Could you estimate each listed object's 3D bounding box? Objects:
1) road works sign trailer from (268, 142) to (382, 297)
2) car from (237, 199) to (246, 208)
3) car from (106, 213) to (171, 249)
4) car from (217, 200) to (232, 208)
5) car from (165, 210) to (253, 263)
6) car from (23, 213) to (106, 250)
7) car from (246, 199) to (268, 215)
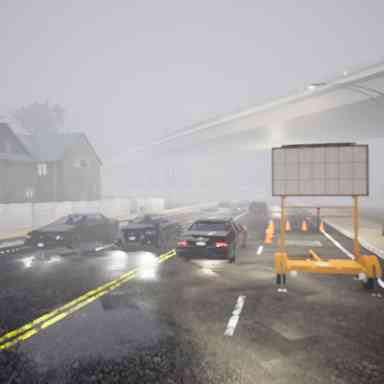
[{"bbox_3d":[3.343,0.517,8.866,2.380,3.560,2.880,0,0,12],"label":"road works sign trailer"},{"bbox_3d":[8.747,1.952,55.921,2.033,1.411,5.357,0,-1,15],"label":"car"},{"bbox_3d":[-1.901,1.690,15.334,1.994,1.385,4.181,0,0,15],"label":"car"},{"bbox_3d":[5.534,1.988,56.470,1.994,1.385,4.181,0,-1,15],"label":"car"},{"bbox_3d":[0.922,1.639,12.513,2.033,1.411,5.357,0,0,15],"label":"car"},{"bbox_3d":[-5.214,1.689,15.513,2.033,1.411,5.357,0,0,15],"label":"car"},{"bbox_3d":[7.535,1.739,37.563,1.882,1.535,5.008,0,-1,15],"label":"car"}]
